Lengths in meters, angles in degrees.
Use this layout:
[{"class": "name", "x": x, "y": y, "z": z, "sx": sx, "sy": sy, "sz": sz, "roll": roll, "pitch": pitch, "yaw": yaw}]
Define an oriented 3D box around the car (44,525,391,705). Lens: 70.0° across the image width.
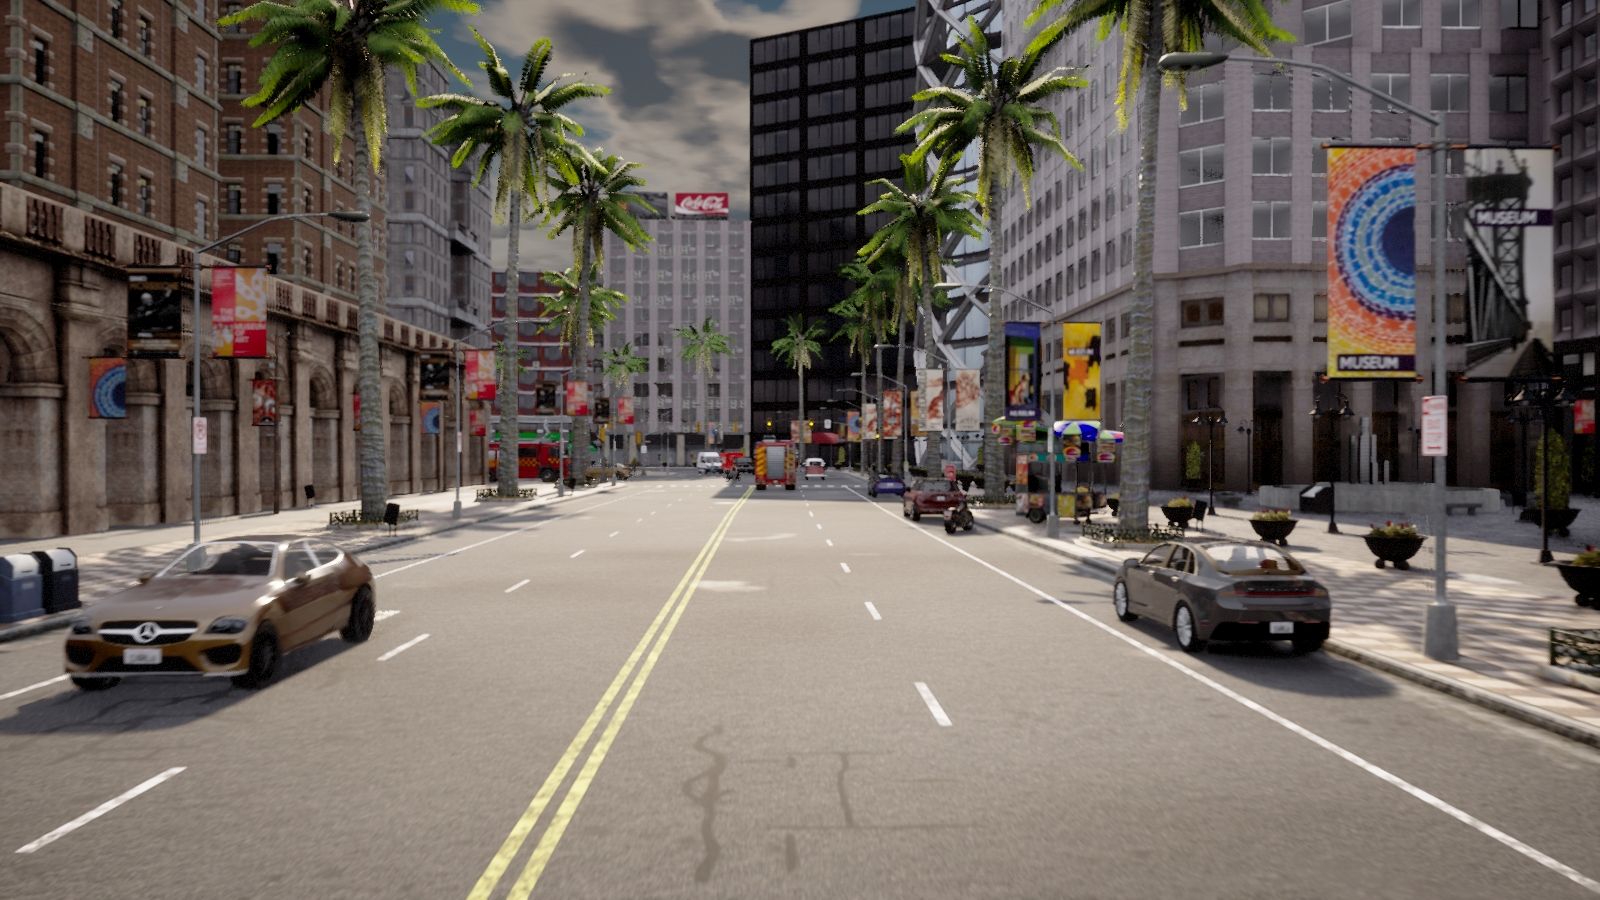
[{"class": "car", "x": -7.354, "y": 1.992, "z": 15.174, "sx": 2.152, "sy": 1.651, "sz": 5.027, "roll": 0, "pitch": 0, "yaw": -1}]
